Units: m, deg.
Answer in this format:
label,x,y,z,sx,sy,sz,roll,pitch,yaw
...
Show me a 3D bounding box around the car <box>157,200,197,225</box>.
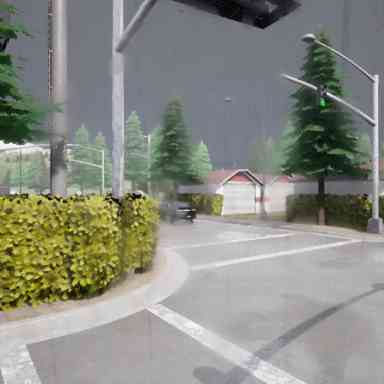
label,x,y,z,sx,sy,sz,roll,pitch,yaw
car,-1.625,1.323,22.868,2.128,1.511,4.902,0,1,-35
